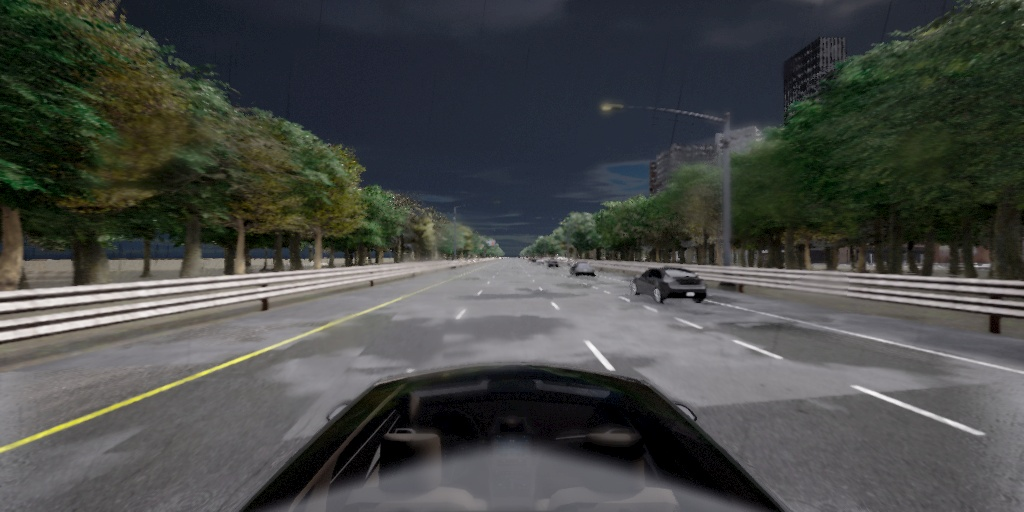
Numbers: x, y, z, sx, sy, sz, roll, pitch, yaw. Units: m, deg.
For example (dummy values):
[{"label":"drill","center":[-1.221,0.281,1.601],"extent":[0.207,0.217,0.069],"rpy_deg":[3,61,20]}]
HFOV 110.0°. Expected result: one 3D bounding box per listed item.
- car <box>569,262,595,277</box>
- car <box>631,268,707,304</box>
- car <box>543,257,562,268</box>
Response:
[{"label":"car","center":[6.996,1.336,36.230],"extent":[1.994,1.385,4.181],"rpy_deg":[0,0,0]},{"label":"car","center":[6.998,1.265,16.475],"extent":[1.837,1.490,4.892],"rpy_deg":[0,0,0]},{"label":"car","center":[7.044,1.318,62.344],"extent":[1.837,1.490,4.892],"rpy_deg":[0,0,0]}]
